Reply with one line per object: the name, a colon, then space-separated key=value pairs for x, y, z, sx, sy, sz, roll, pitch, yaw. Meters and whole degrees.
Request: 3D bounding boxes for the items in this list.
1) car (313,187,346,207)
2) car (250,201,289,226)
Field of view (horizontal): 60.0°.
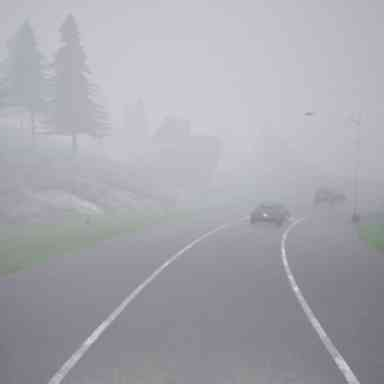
car: x=15.706 y=0.502 z=37.830 sx=2.150 sy=2.045 sz=5.566 roll=5 pitch=5 yaw=40
car: x=5.157 y=1.307 z=21.701 sx=1.994 sy=1.385 sz=4.181 roll=3 pitch=2 yaw=23
